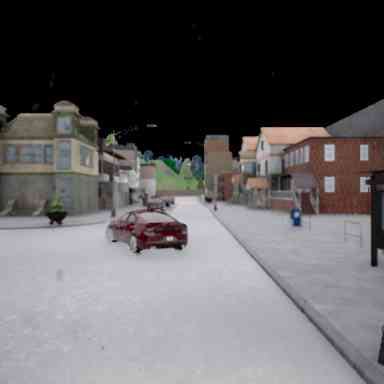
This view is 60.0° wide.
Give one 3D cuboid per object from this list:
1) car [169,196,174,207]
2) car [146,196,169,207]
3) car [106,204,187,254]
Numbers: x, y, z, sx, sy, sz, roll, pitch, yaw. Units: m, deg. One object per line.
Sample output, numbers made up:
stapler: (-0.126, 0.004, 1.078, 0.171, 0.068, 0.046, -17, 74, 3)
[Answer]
car: (-4.046, 1.582, 47.778, 1.895, 1.301, 4.718, 0, 0, 0)
car: (-4.089, 1.490, 38.473, 1.837, 1.490, 4.892, 0, 0, 0)
car: (-2.012, 1.472, 13.680, 1.882, 1.535, 5.008, 1, -1, -30)
